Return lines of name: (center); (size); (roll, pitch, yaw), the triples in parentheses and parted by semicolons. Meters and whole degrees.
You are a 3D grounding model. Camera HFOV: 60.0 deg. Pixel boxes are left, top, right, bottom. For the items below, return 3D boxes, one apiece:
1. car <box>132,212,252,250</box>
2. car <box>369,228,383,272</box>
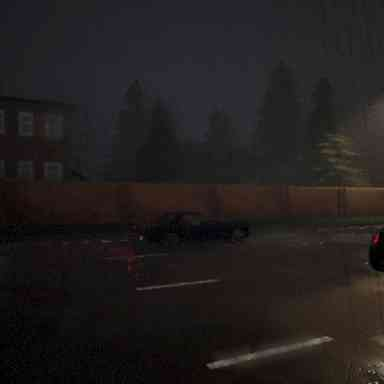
car: (0.070, 1.488, 13.646); (4.718, 1.301, 1.895); (1, 1, -25)
car: (7.189, 1.378, 9.199); (4.553, 1.767, 2.097); (0, 1, -25)
